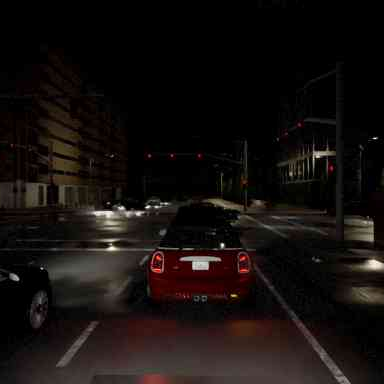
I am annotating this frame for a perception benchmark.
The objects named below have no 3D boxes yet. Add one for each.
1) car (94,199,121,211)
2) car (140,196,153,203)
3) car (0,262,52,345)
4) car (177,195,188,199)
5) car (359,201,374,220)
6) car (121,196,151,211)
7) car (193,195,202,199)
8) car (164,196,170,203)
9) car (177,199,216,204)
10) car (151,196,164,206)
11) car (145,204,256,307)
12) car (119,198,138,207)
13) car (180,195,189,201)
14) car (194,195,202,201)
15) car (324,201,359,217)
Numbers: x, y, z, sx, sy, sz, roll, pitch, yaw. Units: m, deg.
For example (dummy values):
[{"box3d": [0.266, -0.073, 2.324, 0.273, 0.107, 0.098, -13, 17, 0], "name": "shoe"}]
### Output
[{"box3d": [-10.203, 1.564, 39.740, 1.994, 1.385, 4.181, 0, 0, 0], "name": "car"}, {"box3d": [-9.394, 1.564, 68.688, 1.994, 1.385, 4.181, 0, 0, 2], "name": "car"}, {"box3d": [-3.395, 1.492, 3.911, 2.128, 1.511, 4.902, 0, 0, 1], "name": "car"}, {"box3d": [-2.228, 1.524, 73.881, 2.128, 1.511, 4.902, 0, 0, 2], "name": "car"}, {"box3d": [16.702, 1.603, 26.497, 5.357, 1.411, 2.033, 0, 0, 1], "name": "car"}, {"box3d": [-6.702, 1.547, 40.191, 2.033, 1.411, 5.357, 0, 0, 1], "name": "car"}, {"box3d": [1.271, 1.478, 73.859, 1.882, 1.535, 5.008, 0, 0, 2], "name": "car"}, {"box3d": [-5.835, 1.552, 70.520, 1.994, 1.385, 4.181, 0, 0, 2], "name": "car"}, {"box3d": [1.182, 1.518, 24.606, 4.902, 1.511, 2.128, 0, 0, 30], "name": "car"}, {"box3d": [-6.363, 1.526, 55.826, 1.812, 1.442, 4.674, 0, 0, 2], "name": "car"}, {"box3d": [0.223, 1.352, 8.139, 2.097, 1.767, 4.553, 0, 0, 2], "name": "car"}, {"box3d": [-9.966, 1.601, 52.468, 1.895, 1.301, 4.718, 0, 0, 2], "name": "car"}, {"box3d": [-1.927, 1.540, 83.967, 2.033, 1.411, 5.357, 0, 0, 2], "name": "car"}, {"box3d": [1.576, 1.478, 84.013, 1.882, 1.535, 5.008, 0, 0, 2], "name": "car"}, {"box3d": [14.516, 1.547, 30.045, 4.902, 1.511, 2.128, 0, 0, 1], "name": "car"}]
